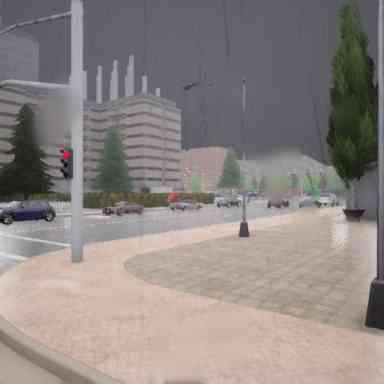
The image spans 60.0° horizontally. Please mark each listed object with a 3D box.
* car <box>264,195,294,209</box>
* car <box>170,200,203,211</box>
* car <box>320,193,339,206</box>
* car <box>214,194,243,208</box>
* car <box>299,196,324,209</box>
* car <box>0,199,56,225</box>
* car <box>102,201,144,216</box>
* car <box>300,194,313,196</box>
[{"bbox_3d":[12.025,1.505,45.838,1.837,1.490,4.892,0,0,36],"label":"car"},{"bbox_3d":[-0.665,1.601,40.619,1.895,1.301,4.718,0,0,36],"label":"car"},{"bbox_3d":[22.085,1.221,53.721,2.150,2.045,5.566,0,0,36],"label":"car"},{"bbox_3d":[5.484,1.505,49.009,1.837,1.490,4.892,0,0,37],"label":"car"},{"bbox_3d":[16.239,1.564,45.685,1.994,1.385,4.181,0,0,36],"label":"car"},{"bbox_3d":[-12.480,1.352,24.376,2.097,1.767,4.553,0,0,36],"label":"car"},{"bbox_3d":[-6.636,1.564,32.426,1.994,1.385,4.181,0,0,36],"label":"car"},{"bbox_3d":[19.526,1.526,56.157,1.812,1.442,4.674,0,0,36],"label":"car"}]
